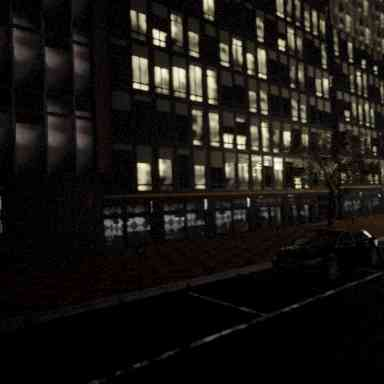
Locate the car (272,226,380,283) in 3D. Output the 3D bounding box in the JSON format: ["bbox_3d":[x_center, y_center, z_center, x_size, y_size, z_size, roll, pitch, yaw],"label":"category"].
[{"bbox_3d":[4.296,1.789,10.412,4.403,1.369,2.008,0,-3,-39],"label":"car"}]
